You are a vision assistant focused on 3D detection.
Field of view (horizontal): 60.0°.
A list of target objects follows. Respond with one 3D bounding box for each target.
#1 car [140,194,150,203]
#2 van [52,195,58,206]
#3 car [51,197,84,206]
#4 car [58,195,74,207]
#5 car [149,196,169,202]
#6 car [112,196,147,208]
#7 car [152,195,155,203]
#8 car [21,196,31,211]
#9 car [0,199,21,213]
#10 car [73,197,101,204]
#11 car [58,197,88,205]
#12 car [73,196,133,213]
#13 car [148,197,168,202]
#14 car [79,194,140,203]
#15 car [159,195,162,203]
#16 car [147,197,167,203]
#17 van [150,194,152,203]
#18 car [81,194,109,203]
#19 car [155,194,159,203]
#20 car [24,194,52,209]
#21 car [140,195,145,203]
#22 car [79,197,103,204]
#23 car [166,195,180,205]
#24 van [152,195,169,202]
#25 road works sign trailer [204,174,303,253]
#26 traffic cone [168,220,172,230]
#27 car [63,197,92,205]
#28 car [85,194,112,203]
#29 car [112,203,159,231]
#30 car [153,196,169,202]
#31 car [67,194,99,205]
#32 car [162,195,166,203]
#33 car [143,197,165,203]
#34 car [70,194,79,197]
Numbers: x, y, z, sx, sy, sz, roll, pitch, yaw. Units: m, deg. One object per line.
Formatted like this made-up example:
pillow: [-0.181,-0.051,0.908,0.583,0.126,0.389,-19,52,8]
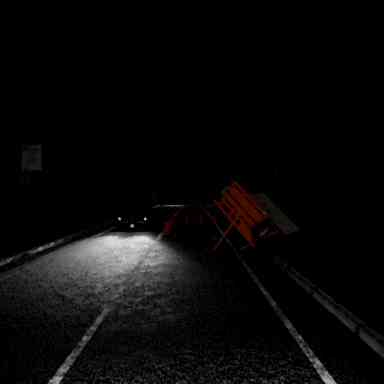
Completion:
car: [-8.842,1.254,44.498,5.566,2.045,2.435,0,0,0]
van: [-22.008,1.301,47.246,4.442,1.987,1.878,0,0,0]
car: [-21.889,1.627,58.387,5.008,1.535,2.097,0,-1,0]
car: [-21.890,1.617,52.815,4.674,1.452,2.002,0,-1,0]
car: [-8.831,1.966,89.342,5.008,1.535,2.097,0,-1,0]
car: [-8.781,1.401,47.298,4.553,1.767,2.185,0,-1,0]
car: [-8.807,1.578,52.905,4.892,1.521,2.231,0,-1,0]
car: [-21.900,1.508,38.895,4.674,1.452,2.002,0,0,0]
car: [-21.906,1.454,36.108,5.008,1.535,2.097,0,0,0]
car: [-21.897,1.732,69.526,5.008,1.535,2.097,0,-1,0]
car: [-21.867,1.681,61.171,4.792,1.488,2.163,0,-1,0]
car: [-8.819,1.446,33.286,4.892,1.521,2.231,0,0,0]
car: [-8.805,1.962,86.539,4.792,1.488,2.163,0,-1,0]
car: [-8.849,1.203,36.088,5.566,2.045,2.435,0,0,0]
car: [-8.845,1.401,61.317,5.566,2.045,2.435,0,-1,0]
car: [-8.803,1.928,83.736,4.792,1.488,2.163,0,-1,0]
van: [-8.696,1.326,50.103,4.442,1.987,1.878,0,-1,0]
car: [-21.877,1.543,75.097,5.566,2.045,2.435,0,-1,0]
car: [-8.810,1.627,58.511,5.008,1.535,2.097,0,-1,0]
car: [-21.862,1.379,44.464,4.553,1.767,2.185,0,0,0]
car: [-8.821,1.485,41.691,4.892,1.521,2.231,0,0,0]
car: [-21.901,1.801,72.186,4.674,1.452,2.002,0,-1,0]
car: [-3.271,1.757,62.292,1.994,1.385,4.181,0,0,0]
van: [-8.721,1.775,92.148,4.442,1.987,1.878,0,-1,0]
road works sign trailer: [2.376,1.054,12.674,3.560,2.880,2.380,-5,45,-44]
traffic cone: [-1.367,1.937,17.820,0.340,0.580,0.340,0,0,0]
car: [-21.927,1.706,63.956,4.792,1.488,2.163,0,-1,0]
car: [-21.879,1.575,77.759,5.566,2.045,2.435,0,-1,0]
car: [-3.335,1.579,20.792,1.895,1.301,4.718,0,0,0]
car: [-8.871,1.909,94.950,4.553,1.767,2.185,0,-1,0]
car: [-21.872,1.452,66.742,5.566,2.045,2.435,0,-1,0]
car: [-8.819,1.763,72.527,5.008,1.535,2.097,0,-1,0]
car: [-8.858,1.860,78.130,4.792,1.488,2.163,0,-1,0]
car: [-21.708,1.599,55.601,5.366,1.575,1.946,0,-1,0]
